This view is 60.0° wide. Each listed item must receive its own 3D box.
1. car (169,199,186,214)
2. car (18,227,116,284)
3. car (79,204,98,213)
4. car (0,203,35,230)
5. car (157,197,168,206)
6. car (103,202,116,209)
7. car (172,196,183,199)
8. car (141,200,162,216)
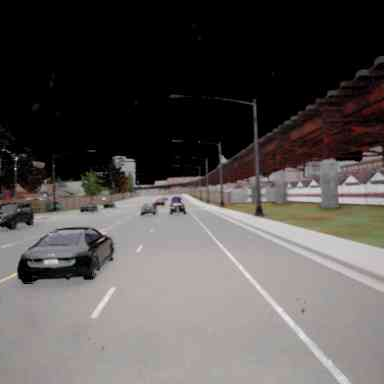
[{"bbox_3d":[-1.759,1.950,41.228,1.812,1.442,4.674,-2,-1,-3],"label":"car"},{"bbox_3d":[-3.733,1.798,10.582,1.994,1.385,4.181,-2,0,-3],"label":"car"},{"bbox_3d":[-16.503,2.636,53.523,2.033,1.411,5.357,-2,0,-2],"label":"car"},{"bbox_3d":[-15.315,2.038,28.077,2.150,2.045,5.566,-2,0,-3],"label":"car"},{"bbox_3d":[-6.986,2.253,73.959,2.097,1.767,4.553,-2,0,-3],"label":"car"},{"bbox_3d":[-17.276,2.797,69.752,2.033,1.411,5.357,-2,0,-3],"label":"car"},{"bbox_3d":[-3.070,1.920,67.553,2.150,2.045,5.566,-2,-1,-3],"label":"car"},{"bbox_3d":[-5.254,2.103,41.213,2.033,1.411,5.357,-2,-1,-3],"label":"car"}]
